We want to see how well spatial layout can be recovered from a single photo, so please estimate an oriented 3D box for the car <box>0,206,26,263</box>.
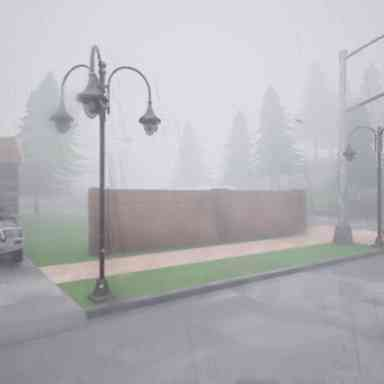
[{"bbox_3d":[-6.710,1.174,10.553,1.932,1.855,4.605,0,0,-36],"label":"car"}]
